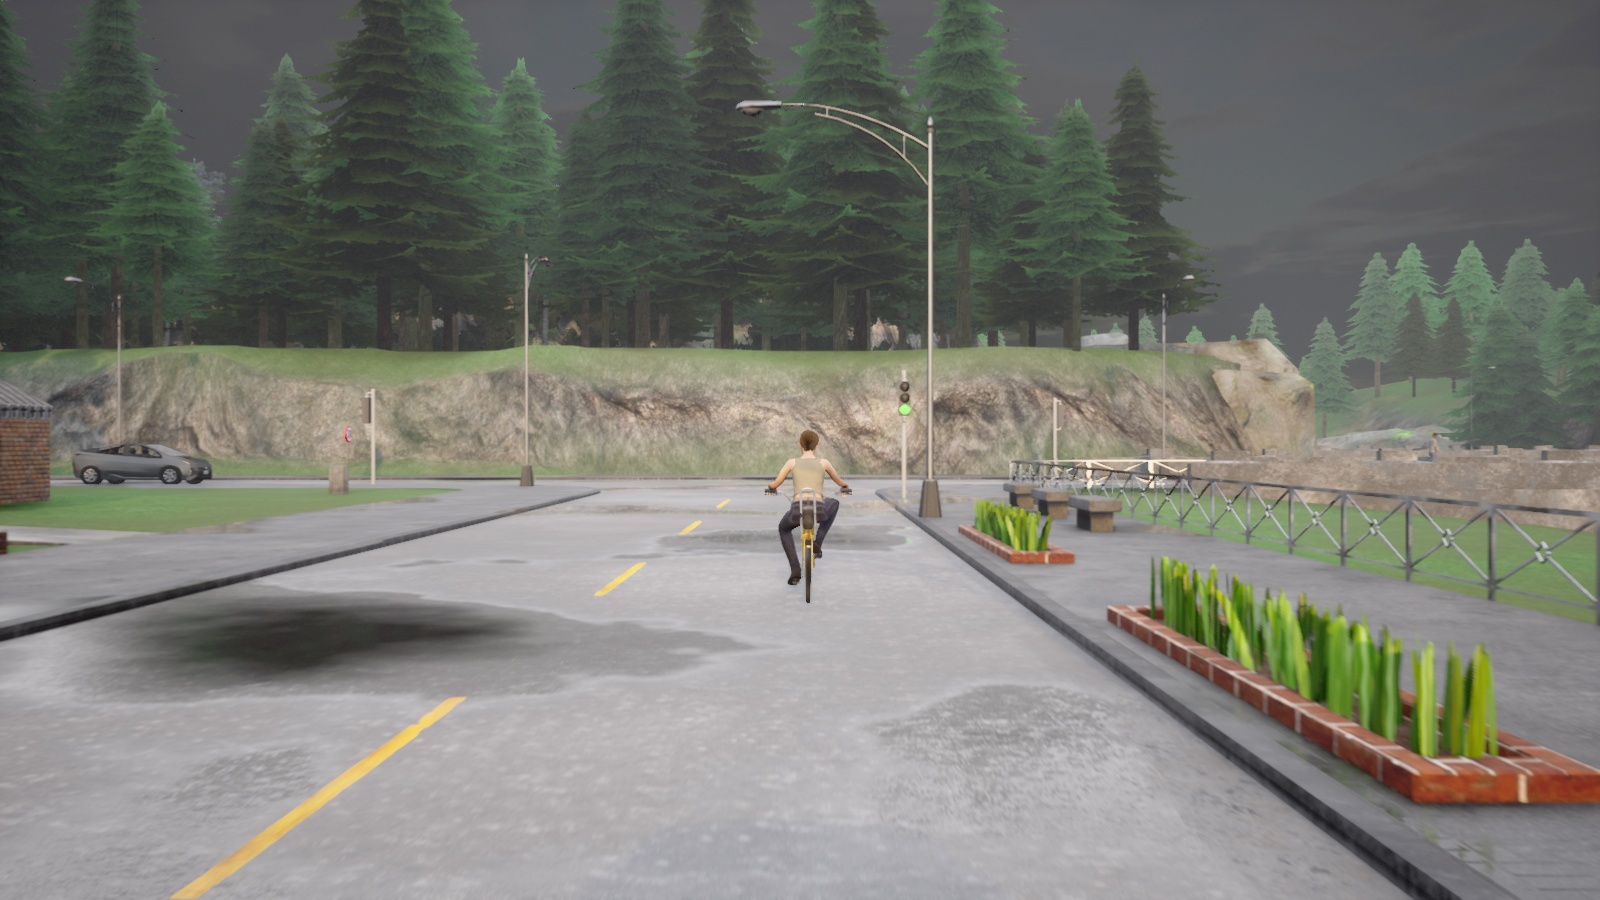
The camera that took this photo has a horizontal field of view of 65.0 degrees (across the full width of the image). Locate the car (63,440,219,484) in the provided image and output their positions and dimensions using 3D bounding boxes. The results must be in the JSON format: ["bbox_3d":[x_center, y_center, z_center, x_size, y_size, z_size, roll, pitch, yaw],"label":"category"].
[{"bbox_3d":[-23.453,0.422,44.782,4.514,1.525,2.007,0,0,0],"label":"car"}]

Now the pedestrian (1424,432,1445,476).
[{"bbox_3d":[26.676,0.180,52.796,0.706,1.836,0.354,0,0,2],"label":"pedestrian"}]

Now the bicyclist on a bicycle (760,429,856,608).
[{"bbox_3d":[0.080,0.615,12.069,0.866,1.612,1.509,0,0,1],"label":"bicyclist on a bicycle"}]
